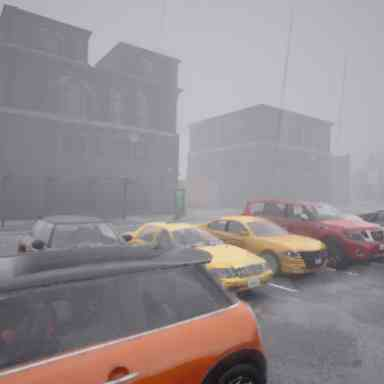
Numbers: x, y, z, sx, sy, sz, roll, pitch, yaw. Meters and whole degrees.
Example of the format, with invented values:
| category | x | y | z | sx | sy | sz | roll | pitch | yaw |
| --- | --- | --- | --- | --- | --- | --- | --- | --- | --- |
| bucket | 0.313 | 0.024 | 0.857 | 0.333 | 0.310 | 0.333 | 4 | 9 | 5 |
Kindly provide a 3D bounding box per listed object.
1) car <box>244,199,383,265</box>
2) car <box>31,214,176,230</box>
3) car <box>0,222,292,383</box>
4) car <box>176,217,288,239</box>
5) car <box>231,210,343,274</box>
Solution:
| category | x | y | z | sx | sy | sz | roll | pitch | yaw |
| --- | --- | --- | --- | --- | --- | --- | --- | --- | --- |
| car | 4.166 | 1.326 | 12.371 | 2.435 | 2.045 | 5.566 | 1 | 0 | -35 |
| car | -2.570 | 1.375 | 7.650 | 2.185 | 1.767 | 4.553 | 1 | 0 | -35 |
| car | -1.509 | 1.354 | 2.790 | 4.553 | 1.767 | 2.097 | 1 | 0 | -35 |
| car | -0.280 | 1.522 | 9.014 | 1.946 | 1.575 | 5.366 | 1 | 0 | -35 |
| car | 1.877 | 1.551 | 10.783 | 2.097 | 1.535 | 5.008 | 1 | 0 | -35 |
